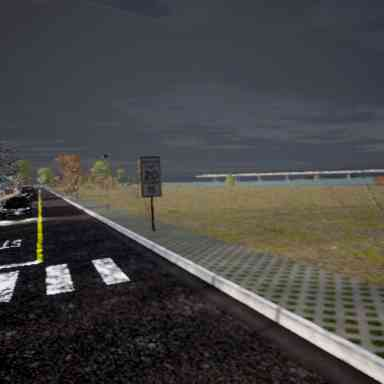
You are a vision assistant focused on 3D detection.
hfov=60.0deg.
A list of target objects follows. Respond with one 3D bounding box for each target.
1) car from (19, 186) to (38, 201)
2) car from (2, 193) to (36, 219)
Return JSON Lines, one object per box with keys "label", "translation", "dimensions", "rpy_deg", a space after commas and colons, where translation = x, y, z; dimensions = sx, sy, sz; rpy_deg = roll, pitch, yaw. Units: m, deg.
{"label": "car", "translation": [-23.560, 0.260, 47.966], "dimensions": [2.150, 2.045, 5.566], "rpy_deg": [-4, 3, -25]}
{"label": "car", "translation": [-12.825, 1.096, 24.618], "dimensions": [1.812, 1.442, 4.674], "rpy_deg": [-4, 3, -25]}
